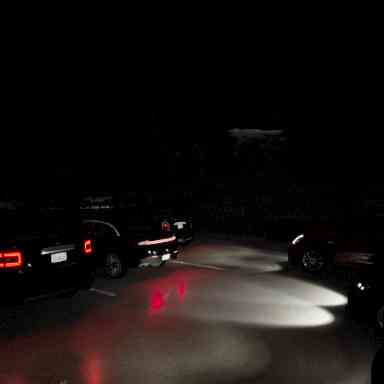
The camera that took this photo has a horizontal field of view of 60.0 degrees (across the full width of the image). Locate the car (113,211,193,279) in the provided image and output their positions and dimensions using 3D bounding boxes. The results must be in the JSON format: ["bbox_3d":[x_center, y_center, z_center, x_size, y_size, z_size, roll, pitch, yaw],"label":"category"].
[{"bbox_3d":[-2.645,1.491,10.139,4.902,1.511,2.128,0,0,36],"label":"car"}]

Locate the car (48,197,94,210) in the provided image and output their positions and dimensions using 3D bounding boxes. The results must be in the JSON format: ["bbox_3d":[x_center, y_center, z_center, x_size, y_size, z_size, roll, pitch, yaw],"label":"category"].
[{"bbox_3d":[-15.635,1.453,43.170,2.033,1.411,5.357,0,0,40],"label":"car"}]

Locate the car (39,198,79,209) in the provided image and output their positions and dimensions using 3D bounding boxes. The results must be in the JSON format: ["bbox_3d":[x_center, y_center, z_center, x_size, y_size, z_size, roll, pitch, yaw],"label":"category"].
[{"bbox_3d":[-18.131,1.491,45.540,1.895,1.301,4.718,0,0,43],"label":"car"}]

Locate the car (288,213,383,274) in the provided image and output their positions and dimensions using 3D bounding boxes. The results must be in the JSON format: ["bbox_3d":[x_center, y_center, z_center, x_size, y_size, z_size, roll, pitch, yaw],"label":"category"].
[{"bbox_3d":[5.001,1.352,9.025,4.553,1.767,2.097,0,0,36],"label":"car"}]

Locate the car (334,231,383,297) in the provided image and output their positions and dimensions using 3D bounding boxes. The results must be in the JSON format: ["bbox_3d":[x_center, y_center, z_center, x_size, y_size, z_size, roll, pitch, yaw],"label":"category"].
[{"bbox_3d":[4.627,1.564,4.981,4.181,1.385,1.994,0,0,36],"label":"car"}]

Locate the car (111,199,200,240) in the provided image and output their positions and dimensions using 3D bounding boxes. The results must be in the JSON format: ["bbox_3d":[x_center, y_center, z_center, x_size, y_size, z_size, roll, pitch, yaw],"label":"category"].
[{"bbox_3d":[-2.185,1.351,14.108,4.553,1.767,2.097,0,0,35],"label":"car"}]

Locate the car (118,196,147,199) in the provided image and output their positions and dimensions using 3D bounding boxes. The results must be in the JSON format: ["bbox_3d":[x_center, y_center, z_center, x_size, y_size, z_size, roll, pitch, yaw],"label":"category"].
[{"bbox_3d":[-8.681,1.405,49.870,4.902,1.511,2.128,0,0,-41],"label":"car"}]

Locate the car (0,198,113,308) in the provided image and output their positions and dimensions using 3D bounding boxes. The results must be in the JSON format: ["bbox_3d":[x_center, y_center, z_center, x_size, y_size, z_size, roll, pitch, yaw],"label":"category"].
[{"bbox_3d":[-4.530,1.221,7.213,5.566,2.045,2.150,0,0,33],"label":"car"}]

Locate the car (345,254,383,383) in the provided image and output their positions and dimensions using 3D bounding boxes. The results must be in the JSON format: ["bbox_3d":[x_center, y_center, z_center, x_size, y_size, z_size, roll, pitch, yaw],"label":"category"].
[{"bbox_3d":[3.575,1.474,1.437,5.008,1.535,1.882,0,0,35],"label":"car"}]
